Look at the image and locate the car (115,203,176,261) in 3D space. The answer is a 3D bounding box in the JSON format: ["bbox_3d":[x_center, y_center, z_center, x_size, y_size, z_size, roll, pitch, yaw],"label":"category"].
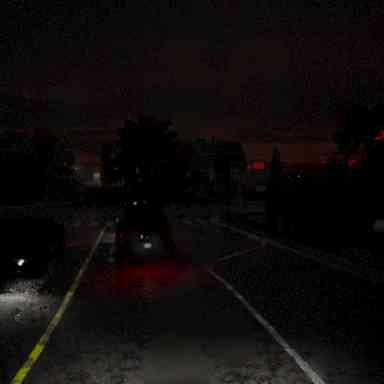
[{"bbox_3d":[-1.767,1.391,12.157,1.882,1.535,5.008,0,1,-11],"label":"car"}]

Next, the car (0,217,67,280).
[{"bbox_3d":[-5.040,1.494,9.926,2.033,1.411,5.357,0,0,-11],"label":"car"}]

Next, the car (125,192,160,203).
[{"bbox_3d":[-4.406,1.019,30.360,2.150,2.045,5.566,-1,0,7],"label":"car"}]
